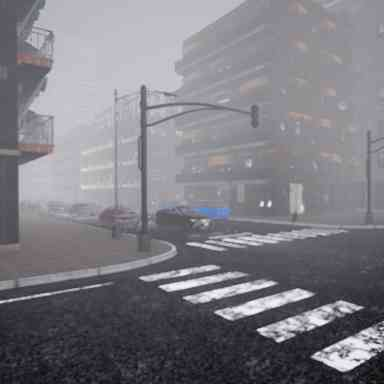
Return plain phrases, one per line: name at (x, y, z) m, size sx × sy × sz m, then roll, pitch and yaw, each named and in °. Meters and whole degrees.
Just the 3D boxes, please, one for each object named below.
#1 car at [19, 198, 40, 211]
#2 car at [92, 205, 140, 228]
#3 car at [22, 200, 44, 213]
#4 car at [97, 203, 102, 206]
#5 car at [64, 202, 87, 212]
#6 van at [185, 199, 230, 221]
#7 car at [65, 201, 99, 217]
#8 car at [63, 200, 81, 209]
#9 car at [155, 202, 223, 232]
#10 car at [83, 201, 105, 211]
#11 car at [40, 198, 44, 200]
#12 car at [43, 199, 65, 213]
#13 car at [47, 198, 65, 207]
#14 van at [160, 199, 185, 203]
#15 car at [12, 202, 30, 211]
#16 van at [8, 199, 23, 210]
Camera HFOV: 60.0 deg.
car at (-25.143, 2.140, 50.721) m, size 1.967 × 1.590 × 4.097 m, roll -1°, pitch 0°, yaw -36°
car at (-5.265, 1.837, 23.618) m, size 1.802 × 1.307 × 4.206 m, roll -1°, pitch 0°, yaw -36°
car at (-21.827, 2.207, 46.205) m, size 1.802 × 1.307 × 4.206 m, roll -1°, pitch 0°, yaw -36°
car at (-6.469, 1.873, 29.613) m, size 1.994 × 1.385 × 4.181 m, roll -1°, pitch 0°, yaw -36°
car at (-17.587, 2.191, 50.176) m, size 1.895 × 1.301 × 4.718 m, roll -1°, pitch 0°, yaw -36°
van at (1.477, 1.532, 28.530) m, size 1.690 × 1.788 × 3.998 m, roll -1°, pitch 0°, yaw -36°
car at (-12.495, 1.969, 37.837) m, size 1.812 × 1.442 × 4.674 m, roll -1°, pitch 0°, yaw -36°
car at (-21.806, 2.237, 60.290) m, size 1.752 × 1.417 × 4.829 m, roll -2°, pitch 0°, yaw -36°
car at (-0.591, 1.669, 21.602) m, size 2.128 × 1.511 × 4.902 m, roll -1°, pitch 0°, yaw -36°
car at (-15.080, 2.143, 51.118) m, size 1.802 × 1.307 × 4.206 m, roll -2°, pitch 0°, yaw -36°
car at (-34.961, 2.322, 78.221) m, size 2.192 × 1.841 × 5.009 m, roll -2°, pitch 0°, yaw -36°
car at (-18.640, 2.072, 46.284) m, size 2.128 × 1.511 × 4.902 m, roll -1°, pitch 0°, yaw -36°
car at (-28.336, 2.173, 69.186) m, size 2.192 × 1.841 × 5.009 m, roll -2°, pitch 0°, yaw -36°
van at (-1.836, 1.606, 33.048) m, size 1.690 × 1.788 × 3.998 m, roll -2°, pitch 0°, yaw -36°
car at (-28.453, 2.324, 55.239) m, size 2.008 × 1.369 × 4.403 m, roll -1°, pitch 0°, yaw -36°
van at (-31.770, 2.189, 59.756) m, size 1.690 × 1.788 × 3.998 m, roll -1°, pitch 0°, yaw -36°
